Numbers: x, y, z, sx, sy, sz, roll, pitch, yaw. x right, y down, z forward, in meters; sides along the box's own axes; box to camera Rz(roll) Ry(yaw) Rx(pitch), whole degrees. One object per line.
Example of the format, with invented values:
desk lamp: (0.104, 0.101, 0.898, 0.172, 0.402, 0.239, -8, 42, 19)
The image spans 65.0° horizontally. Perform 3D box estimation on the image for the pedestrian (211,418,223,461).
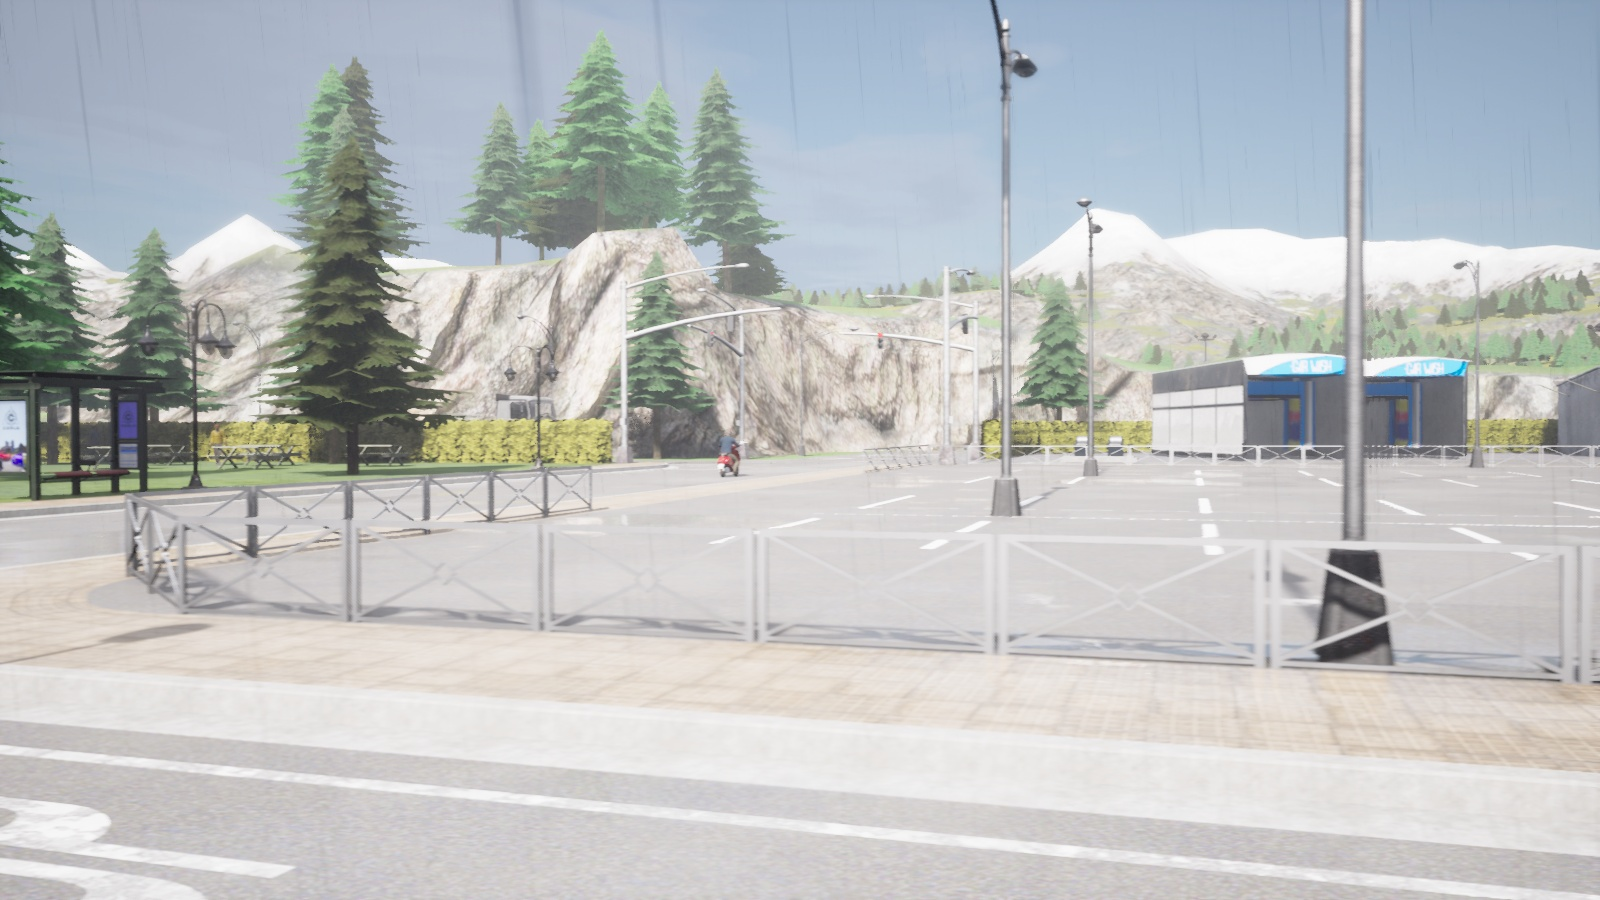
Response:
pedestrian: (-25.287, -0.460, 54.512, 0.370, 1.835, 0.726, 0, 1, -17)

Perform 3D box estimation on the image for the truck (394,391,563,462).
truck: (-16.339, -1.212, 63.925, 7.936, 3.462, 2.891, 0, 1, 15)

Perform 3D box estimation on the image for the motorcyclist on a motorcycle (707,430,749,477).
motorcyclist on a motorcycle: (-2.448, 0.106, 43.055, 0.866, 1.590, 1.817, 0, 1, 17)
